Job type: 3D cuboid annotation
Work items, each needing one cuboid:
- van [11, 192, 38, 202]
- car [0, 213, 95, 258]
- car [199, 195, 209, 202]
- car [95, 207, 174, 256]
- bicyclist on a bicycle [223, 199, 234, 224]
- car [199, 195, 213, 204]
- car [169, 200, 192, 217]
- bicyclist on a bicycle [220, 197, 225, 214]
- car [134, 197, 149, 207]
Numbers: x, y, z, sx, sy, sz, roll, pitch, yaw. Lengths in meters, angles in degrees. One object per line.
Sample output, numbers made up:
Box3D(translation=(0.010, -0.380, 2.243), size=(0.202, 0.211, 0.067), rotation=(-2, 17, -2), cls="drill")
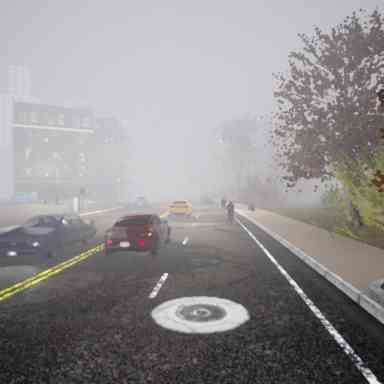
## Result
Box3D(translation=(-28.221, 0.855, 56.318), size=(3.998, 1.788, 1.690), rotation=(1, -1, -28), cls="van")
Box3D(translation=(-5.421, 1.539, 13.022), size=(2.033, 1.411, 5.357), rotation=(0, 0, 4), cls="car")
Box3D(translation=(2.561, 1.403, 74.102), size=(1.882, 1.535, 5.008), rotation=(0, 0, -2), cls="car")
Box3D(translation=(-1.990, 1.517, 12.967), size=(1.812, 1.442, 4.674), rotation=(0, 0, 4), cls="car")
Box3D(translation=(2.645, 1.437, 22.768), size=(0.582, 1.620, 1.656), rotation=(0, 0, 3), cls="bicyclist on a bicycle")
Box3D(translation=(2.798, 1.491, 60.156), size=(2.033, 1.411, 5.357), rotation=(0, 0, 0), cls="car")
Box3D(translation=(-1.026, 1.455, 30.960), size=(1.882, 1.535, 5.008), rotation=(0, 0, 2), cls="car")
Box3D(translation=(3.092, 1.346, 32.673), size=(0.659, 1.776, 1.843), rotation=(0, 0, 2), cls="bicyclist on a bicycle")
Box3D(translation=(-7.139, 1.407, 47.463), size=(1.812, 1.442, 4.674), rotation=(0, 0, -2), cls="car")
